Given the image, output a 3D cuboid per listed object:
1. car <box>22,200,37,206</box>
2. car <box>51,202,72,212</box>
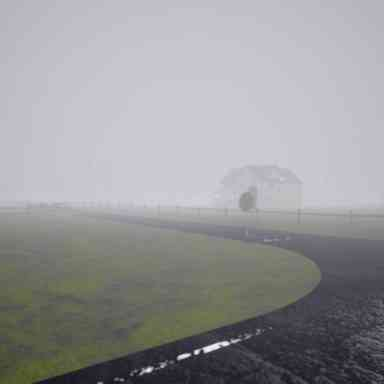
[{"bbox_3d":[-39.355,2.782,81.359,1.994,1.385,4.181,2,-2,-36],"label":"car"},{"bbox_3d":[-19.470,2.215,49.472,2.033,1.411,5.357,2,-2,-36],"label":"car"}]
